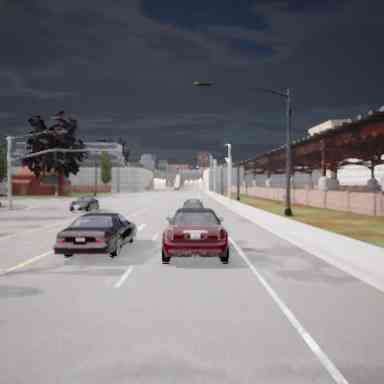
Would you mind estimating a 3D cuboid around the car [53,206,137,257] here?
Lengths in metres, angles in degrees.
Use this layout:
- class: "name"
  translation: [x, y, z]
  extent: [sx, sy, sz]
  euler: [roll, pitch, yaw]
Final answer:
- class: "car"
  translation: [-3.396, 1.483, 12.622]
  extent: [2.033, 1.411, 5.357]
  euler: [0, 0, 0]

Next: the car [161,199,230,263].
- class: "car"
  translation: [0.103, 1.294, 11.918]
  extent: [2.097, 1.767, 4.553]
  euler: [0, 0, 0]

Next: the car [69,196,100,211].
- class: "car"
  translation: [-10.524, 1.200, 32.842]
  extent: [2.128, 1.511, 4.902]
  euler: [0, 1, 0]

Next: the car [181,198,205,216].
- class: "car"
  translation: [0.108, 1.312, 30.197]
  extent: [1.994, 1.385, 4.181]
  euler: [0, 1, 0]
